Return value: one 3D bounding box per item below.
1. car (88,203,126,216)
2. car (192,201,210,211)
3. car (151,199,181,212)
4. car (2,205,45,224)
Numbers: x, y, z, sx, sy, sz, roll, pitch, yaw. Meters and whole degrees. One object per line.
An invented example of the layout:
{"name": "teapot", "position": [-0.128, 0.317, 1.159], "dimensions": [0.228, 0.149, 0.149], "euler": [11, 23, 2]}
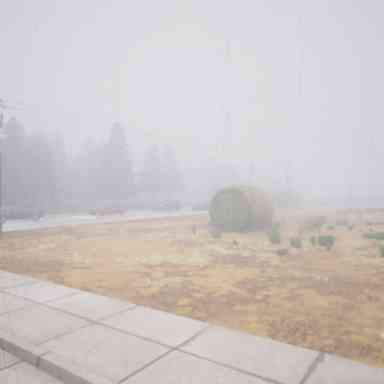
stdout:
{"name": "car", "position": [-9.379, 1.927, 36.816], "dimensions": [1.994, 1.385, 4.181], "euler": [-1, 0, 37]}
{"name": "car", "position": [1.867, 1.881, 45.781], "dimensions": [1.994, 1.385, 4.181], "euler": [-1, -1, 37]}
{"name": "car", "position": [-3.432, 1.713, 44.870], "dimensions": [2.097, 1.767, 4.553], "euler": [-1, 0, 35]}
{"name": "car", "position": [-15.302, 1.856, 28.830], "dimensions": [2.128, 1.511, 4.902], "euler": [-1, 0, 37]}
